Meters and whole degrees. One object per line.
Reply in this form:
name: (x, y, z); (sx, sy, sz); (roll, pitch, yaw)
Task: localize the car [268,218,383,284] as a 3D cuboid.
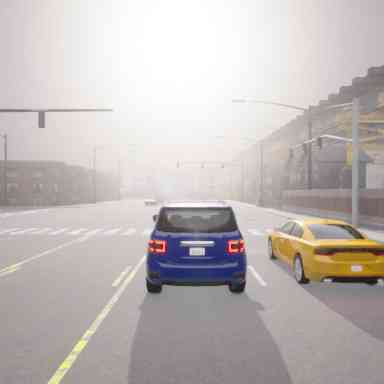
car: (3.565, 1.502, 9.667); (1.882, 1.535, 5.008); (0, 0, 0)

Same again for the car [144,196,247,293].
car: (0.065, 1.236, 9.041); (2.150, 2.045, 5.566); (0, 0, -1)
